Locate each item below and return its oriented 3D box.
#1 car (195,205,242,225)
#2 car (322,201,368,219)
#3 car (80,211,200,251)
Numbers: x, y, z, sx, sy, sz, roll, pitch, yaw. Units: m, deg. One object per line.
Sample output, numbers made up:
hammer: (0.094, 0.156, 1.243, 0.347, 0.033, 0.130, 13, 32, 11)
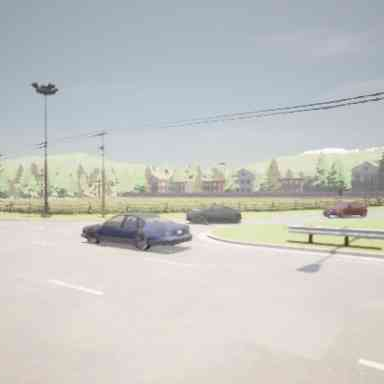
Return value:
car: (1.586, 1.655, 24.797, 4.181, 1.385, 1.994, 0, 0, -15)
car: (13.716, 1.567, 29.684, 4.674, 1.442, 1.812, 0, 0, -29)
car: (-2.531, 1.620, 14.401, 5.357, 1.411, 2.033, 0, 0, 36)
